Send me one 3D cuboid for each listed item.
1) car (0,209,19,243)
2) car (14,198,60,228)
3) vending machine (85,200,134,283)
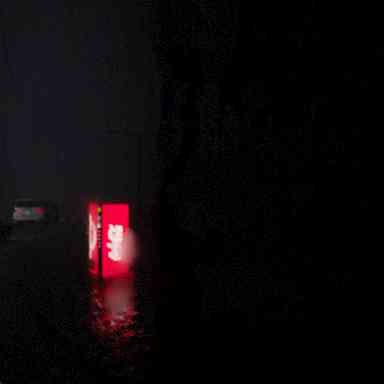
[{"bbox_3d":[-9.172,1.686,13.994,2.033,1.411,5.357,0,0,-16],"label":"car"},{"bbox_3d":[-11.414,1.445,24.682,2.150,2.045,5.566,0,0,-11],"label":"car"},{"bbox_3d":[-2.264,1.269,9.099,1.100,2.100,0.880,0,0,-32],"label":"vending machine"}]
